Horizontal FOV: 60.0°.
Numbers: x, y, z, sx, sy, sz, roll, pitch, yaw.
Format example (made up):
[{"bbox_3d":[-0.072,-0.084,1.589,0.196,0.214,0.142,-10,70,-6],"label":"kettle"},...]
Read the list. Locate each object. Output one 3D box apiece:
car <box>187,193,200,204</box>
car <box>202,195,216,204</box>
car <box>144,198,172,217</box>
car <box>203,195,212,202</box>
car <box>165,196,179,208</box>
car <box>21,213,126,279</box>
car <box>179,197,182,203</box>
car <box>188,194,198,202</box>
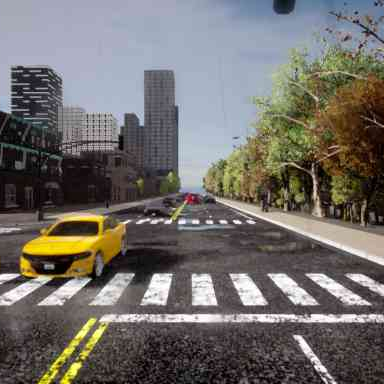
[{"bbox_3d":[0.228,1.198,62.214,2.150,2.045,5.566,0,0,1],"label":"car"},{"bbox_3d":[3.482,1.539,63.126,1.994,1.385,4.181,0,0,0],"label":"car"},{"bbox_3d":[-3.287,1.538,31.176,2.033,1.411,5.357,0,0,0],"label":"car"},{"bbox_3d":[3.402,1.470,73.082,1.837,1.490,4.892,0,0,0],"label":"car"},{"bbox_3d":[-3.249,1.487,47.171,1.837,1.490,4.892,0,0,0],"label":"car"},{"bbox_3d":[-3.329,1.475,10.268,1.882,1.535,5.008,0,0,0],"label":"car"},{"bbox_3d":[-3.115,1.541,66.871,1.994,1.385,4.181,0,0,0],"label":"car"},{"bbox_3d":[0.164,1.325,72.781,2.097,1.767,4.553,0,0,0],"label":"car"}]
